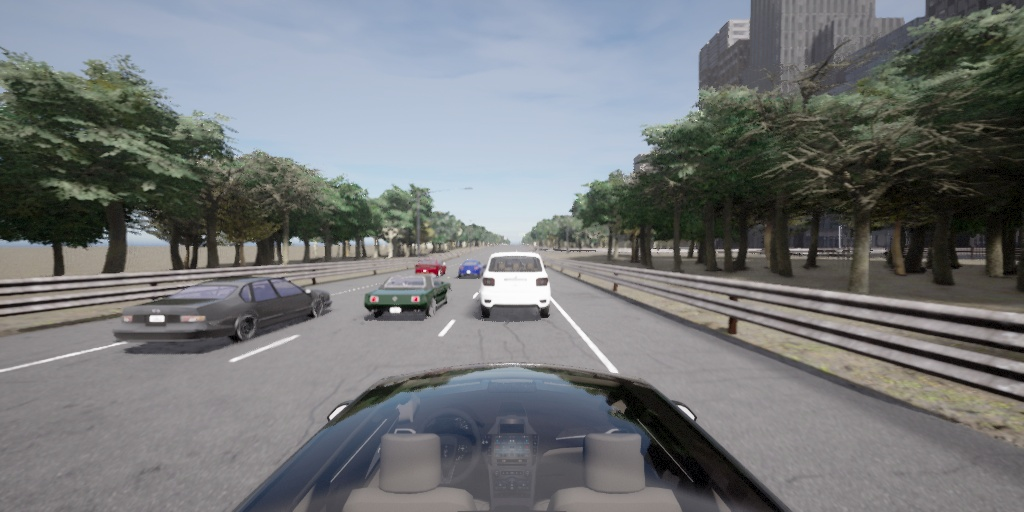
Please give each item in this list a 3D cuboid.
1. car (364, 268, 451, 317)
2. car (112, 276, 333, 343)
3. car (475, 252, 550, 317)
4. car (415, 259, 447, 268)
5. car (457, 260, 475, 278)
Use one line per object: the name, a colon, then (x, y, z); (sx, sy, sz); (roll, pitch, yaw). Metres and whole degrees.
car: (-3.400, 1.278, 12.711); (1.895, 1.301, 4.718); (0, 0, 0)
car: (-6.898, 1.248, 9.480); (2.033, 1.411, 5.357); (0, 0, 0)
car: (0.101, 0.896, 12.957); (2.150, 2.045, 5.566); (0, 0, 0)
car: (-6.899, 1.001, 30.924); (1.882, 1.535, 5.008); (0, 1, 0)
car: (-3.397, 1.054, 30.395); (1.812, 1.442, 4.674); (0, 1, 0)
